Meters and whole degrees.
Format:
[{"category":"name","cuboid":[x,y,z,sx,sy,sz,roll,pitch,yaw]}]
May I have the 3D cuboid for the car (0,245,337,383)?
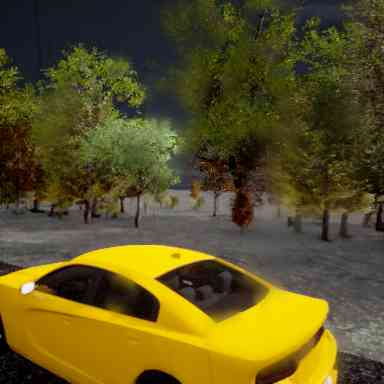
[{"category":"car","cuboid":[-0.857,1.453,4.300,5.008,1.535,1.882,1,1,35]}]
